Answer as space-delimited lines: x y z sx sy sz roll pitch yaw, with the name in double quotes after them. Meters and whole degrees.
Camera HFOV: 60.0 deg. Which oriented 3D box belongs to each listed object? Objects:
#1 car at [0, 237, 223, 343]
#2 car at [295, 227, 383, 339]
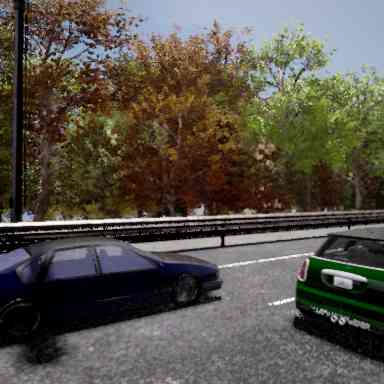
-1.966 1.614 6.519 5.357 1.411 2.033 1 -1 -33 "car"
4.112 1.460 6.359 4.553 1.767 2.097 1 -1 -34 "car"
